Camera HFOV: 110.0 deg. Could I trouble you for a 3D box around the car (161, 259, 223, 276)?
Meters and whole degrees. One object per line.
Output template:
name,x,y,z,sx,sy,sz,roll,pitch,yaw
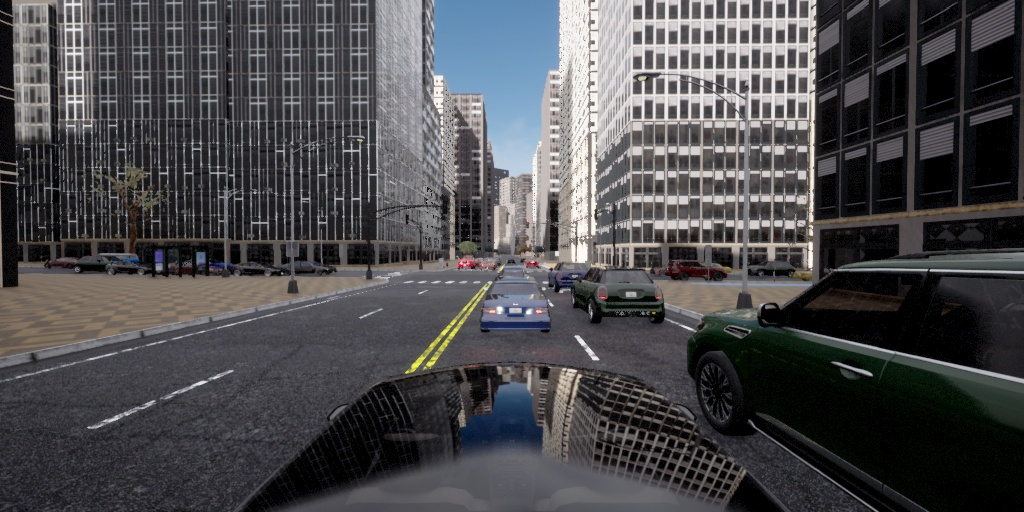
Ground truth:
car,-28.459,1.136,32.302,4.207,1.307,1.802,0,0,1

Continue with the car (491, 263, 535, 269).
car,0.073,1.304,19.969,1.994,1.385,4.181,0,0,0

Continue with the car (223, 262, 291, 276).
car,-22.775,1.172,32.176,4.313,1.339,1.948,0,0,1

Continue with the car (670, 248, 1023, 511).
car,3.346,0.971,2.323,2.150,2.045,5.566,0,0,0

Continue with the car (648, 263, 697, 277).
car,16.662,1.427,37.458,4.181,1.385,1.994,1,1,2

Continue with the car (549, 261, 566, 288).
car,3.322,1.091,21.034,2.097,1.767,4.553,0,0,0

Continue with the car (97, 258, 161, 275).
car,-34.140,1.068,32.467,4.313,1.339,1.948,0,0,1

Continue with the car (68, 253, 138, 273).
car,-39.848,0.759,35.214,4.553,1.767,2.097,1,1,1

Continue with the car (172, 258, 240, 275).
car,-29.817,0.976,35.018,5.008,1.535,1.882,1,1,1

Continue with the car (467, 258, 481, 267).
car,-6.648,1.176,63.660,1.882,1.535,5.008,0,0,1

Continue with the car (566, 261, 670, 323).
car,3.335,1.097,12.169,2.097,1.767,4.553,0,0,0

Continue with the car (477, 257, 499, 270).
car,-3.384,1.066,51.167,2.097,1.767,4.553,0,0,-1

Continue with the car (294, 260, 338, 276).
car,-19.957,1.135,34.831,5.357,1.411,2.033,1,1,1

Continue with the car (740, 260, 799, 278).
car,26.697,1.304,37.310,4.553,1.767,2.097,1,1,1

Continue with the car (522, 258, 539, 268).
car,3.262,1.055,59.276,2.097,1.767,4.553,0,0,0

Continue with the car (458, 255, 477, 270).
car,-6.662,0.933,53.315,2.150,2.045,5.566,0,0,0

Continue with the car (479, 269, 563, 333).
car,0.089,1.293,10.726,2.033,1.411,5.357,0,0,0
